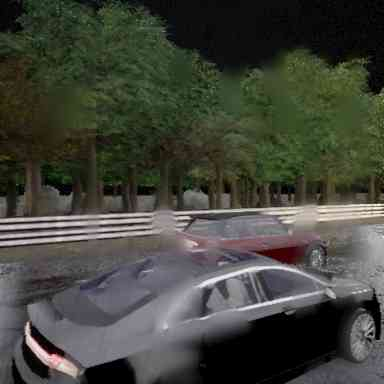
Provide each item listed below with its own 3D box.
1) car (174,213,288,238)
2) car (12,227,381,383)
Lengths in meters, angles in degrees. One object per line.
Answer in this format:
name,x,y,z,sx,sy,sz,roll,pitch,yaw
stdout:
car,1.670,1.347,9.107,4.553,1.767,2.097,0,0,-35
car,0.508,1.489,4.222,4.902,1.511,2.128,0,0,-35
